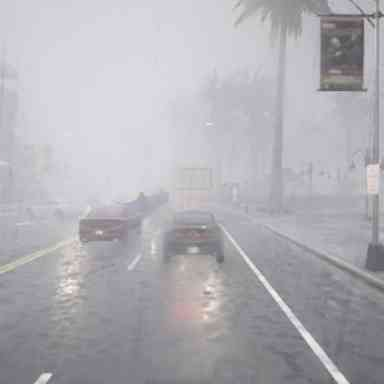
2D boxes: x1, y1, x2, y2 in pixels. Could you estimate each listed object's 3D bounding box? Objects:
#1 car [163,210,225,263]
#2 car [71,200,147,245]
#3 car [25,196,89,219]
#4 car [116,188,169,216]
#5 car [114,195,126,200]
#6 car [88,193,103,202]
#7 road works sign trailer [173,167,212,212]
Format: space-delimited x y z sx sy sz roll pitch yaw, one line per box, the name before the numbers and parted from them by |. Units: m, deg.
car | 0.058 1.379 11.494 1.837 1.490 4.892 0 -1 0
car | -3.423 1.323 14.783 1.882 1.535 5.008 0 1 0
car | -10.602 1.260 25.533 4.674 1.442 1.812 0 1 21
car | -3.501 1.050 22.830 1.882 1.535 5.008 -15 -1 -44
car | -10.025 1.060 46.822 2.033 1.411 5.357 0 1 -16
car | -13.388 0.877 45.563 2.097 1.767 4.553 0 1 -17
road works sign trailer | 0.040 0.249 20.636 2.380 3.560 2.880 0 1 -1
